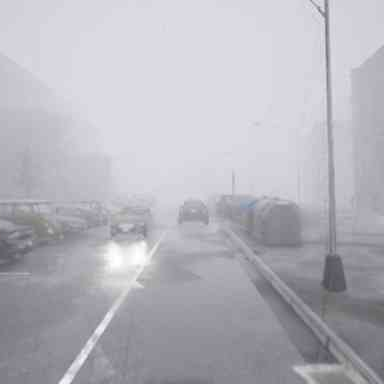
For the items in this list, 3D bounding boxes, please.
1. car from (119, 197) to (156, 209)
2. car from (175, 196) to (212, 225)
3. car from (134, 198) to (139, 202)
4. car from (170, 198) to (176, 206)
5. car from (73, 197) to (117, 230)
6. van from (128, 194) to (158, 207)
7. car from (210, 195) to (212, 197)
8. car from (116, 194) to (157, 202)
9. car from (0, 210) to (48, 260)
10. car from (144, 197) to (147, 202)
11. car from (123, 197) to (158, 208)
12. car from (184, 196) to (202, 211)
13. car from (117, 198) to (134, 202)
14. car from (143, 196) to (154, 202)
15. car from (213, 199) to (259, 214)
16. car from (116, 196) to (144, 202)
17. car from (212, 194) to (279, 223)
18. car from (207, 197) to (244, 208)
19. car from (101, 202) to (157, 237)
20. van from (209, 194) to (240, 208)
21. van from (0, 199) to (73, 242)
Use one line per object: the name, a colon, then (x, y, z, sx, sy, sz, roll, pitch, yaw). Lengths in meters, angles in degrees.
car: (-7.642, 1.520, 47.018, 5.008, 1.535, 2.097, 0, 0, 0)
car: (0.104, 1.372, 24.699, 2.097, 1.767, 4.553, 0, 0, 0)
car: (-7.674, 1.533, 30.315, 4.792, 1.488, 2.163, 0, 0, 0)
car: (-2.990, 1.836, 60.758, 1.882, 1.535, 5.008, 0, -2, 0)
car: (-7.614, 1.371, 21.933, 4.553, 1.767, 2.185, 0, 0, 0)
van: (-7.758, 1.362, 52.640, 4.442, 1.987, 1.878, 0, -1, 0)
car: (4.656, 1.389, 44.546, 4.553, 1.767, 2.185, 0, 0, 0)
car: (-7.614, 1.263, 44.284, 5.566, 2.045, 2.435, 0, 0, 0)
car: (-7.643, 1.488, 10.635, 5.008, 1.535, 2.097, 0, 0, 0)
car: (-7.673, 1.537, 35.903, 4.792, 1.488, 2.163, 0, 0, 0)
car: (-7.671, 1.573, 49.850, 4.792, 1.488, 2.163, 0, -1, 0)
car: (0.106, 1.384, 41.009, 2.097, 1.767, 4.553, 0, 0, 0)
car: (-7.831, 1.498, 27.522, 5.366, 1.575, 1.946, 0, 0, 0)
car: (-7.614, 1.542, 41.490, 4.792, 1.488, 2.163, 0, 0, 0)
car: (4.683, 1.549, 36.046, 4.674, 1.452, 2.002, 0, 0, 0)
car: (-7.830, 1.503, 33.109, 5.366, 1.575, 1.946, 0, 0, 0)
car: (4.713, 1.251, 27.797, 5.566, 2.045, 2.435, 0, 0, 0)
car: (4.693, 1.522, 47.335, 5.008, 1.535, 2.097, 0, -1, 0)
car: (-3.096, 1.505, 18.054, 2.128, 1.511, 4.902, 0, 0, 0)
van: (4.805, 1.321, 50.112, 4.442, 1.987, 1.878, 0, -1, 0)
van: (-7.531, 1.265, 13.554, 4.442, 1.987, 1.878, 0, 0, 0)
